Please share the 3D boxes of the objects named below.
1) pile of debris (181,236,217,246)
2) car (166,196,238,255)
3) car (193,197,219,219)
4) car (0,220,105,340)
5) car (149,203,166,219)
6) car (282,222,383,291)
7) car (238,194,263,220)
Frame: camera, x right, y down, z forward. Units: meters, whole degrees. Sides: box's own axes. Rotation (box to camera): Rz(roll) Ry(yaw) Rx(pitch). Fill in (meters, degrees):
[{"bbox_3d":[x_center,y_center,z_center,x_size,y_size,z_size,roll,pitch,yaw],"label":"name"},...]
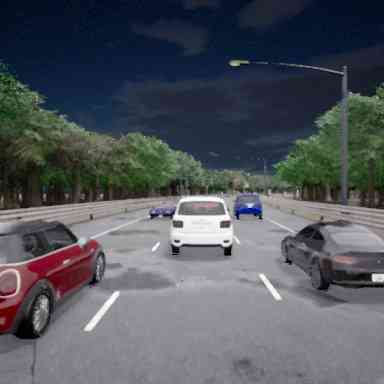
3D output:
[{"bbox_3d":[0.319,2.175,14.911,1.500,0.140,1.860,0,0,2],"label":"pile of debris"},{"bbox_3d":[0.387,1.220,13.447,2.150,2.045,5.566,0,0,2],"label":"car"},{"bbox_3d":[1.322,1.353,29.585,2.097,1.767,4.553,0,0,4],"label":"car"},{"bbox_3d":[-3.305,1.348,6.718,2.097,1.767,4.553,0,0,1],"label":"car"},{"bbox_3d":[-2.292,1.598,28.379,1.895,1.301,4.718,0,0,4],"label":"car"},{"bbox_3d":[3.750,1.528,8.841,1.812,1.442,4.674,0,0,1],"label":"car"},{"bbox_3d":[4.755,1.225,28.785,2.150,2.045,5.566,0,0,4],"label":"car"}]
